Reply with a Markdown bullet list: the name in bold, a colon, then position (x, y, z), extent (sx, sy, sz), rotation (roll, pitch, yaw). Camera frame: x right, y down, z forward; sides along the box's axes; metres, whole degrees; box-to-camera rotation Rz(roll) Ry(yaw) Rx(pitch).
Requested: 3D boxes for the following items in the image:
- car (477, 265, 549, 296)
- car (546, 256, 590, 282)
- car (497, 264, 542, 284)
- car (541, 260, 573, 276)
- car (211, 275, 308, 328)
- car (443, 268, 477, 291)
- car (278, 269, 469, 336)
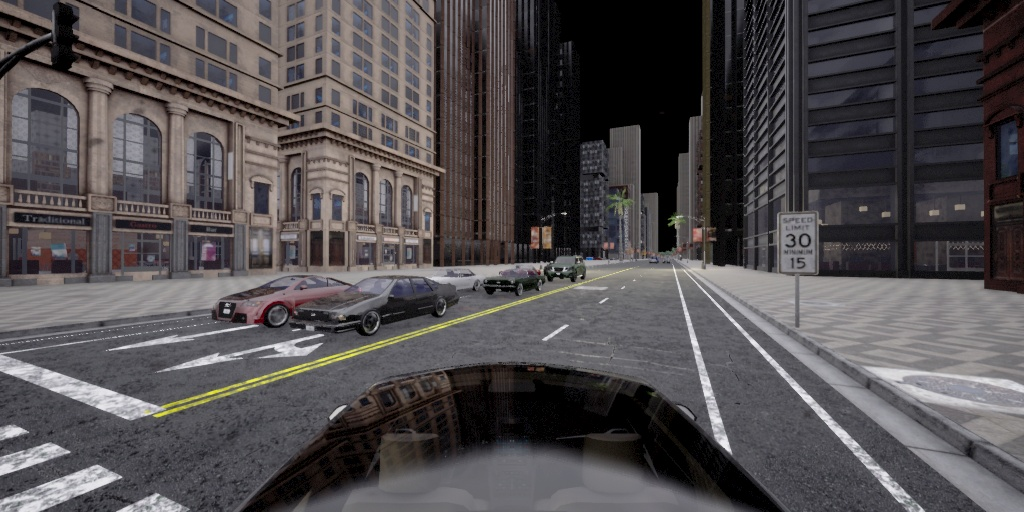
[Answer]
- **car**: position (0.231, 1.358, 19.594), extent (1.895, 1.301, 4.718), rotation (0, 0, 24)
- **car**: position (4.566, 0.987, 29.373), extent (2.150, 2.045, 5.566), rotation (0, 0, 24)
- **car**: position (0.679, 1.364, 28.631), extent (1.895, 1.301, 4.718), rotation (0, 0, 24)
- **car**: position (4.847, 1.251, 37.947), extent (1.882, 1.535, 5.008), rotation (0, 0, 24)
- **car**: position (-6.899, 1.316, 11.510), extent (1.994, 1.385, 4.181), rotation (0, 0, 24)
- **car**: position (-3.356, 1.357, 19.523), extent (1.895, 1.301, 4.718), rotation (0, 0, 24)
- **car**: position (-3.652, 1.299, 10.826), extent (2.033, 1.411, 5.357), rotation (0, 0, 24)
